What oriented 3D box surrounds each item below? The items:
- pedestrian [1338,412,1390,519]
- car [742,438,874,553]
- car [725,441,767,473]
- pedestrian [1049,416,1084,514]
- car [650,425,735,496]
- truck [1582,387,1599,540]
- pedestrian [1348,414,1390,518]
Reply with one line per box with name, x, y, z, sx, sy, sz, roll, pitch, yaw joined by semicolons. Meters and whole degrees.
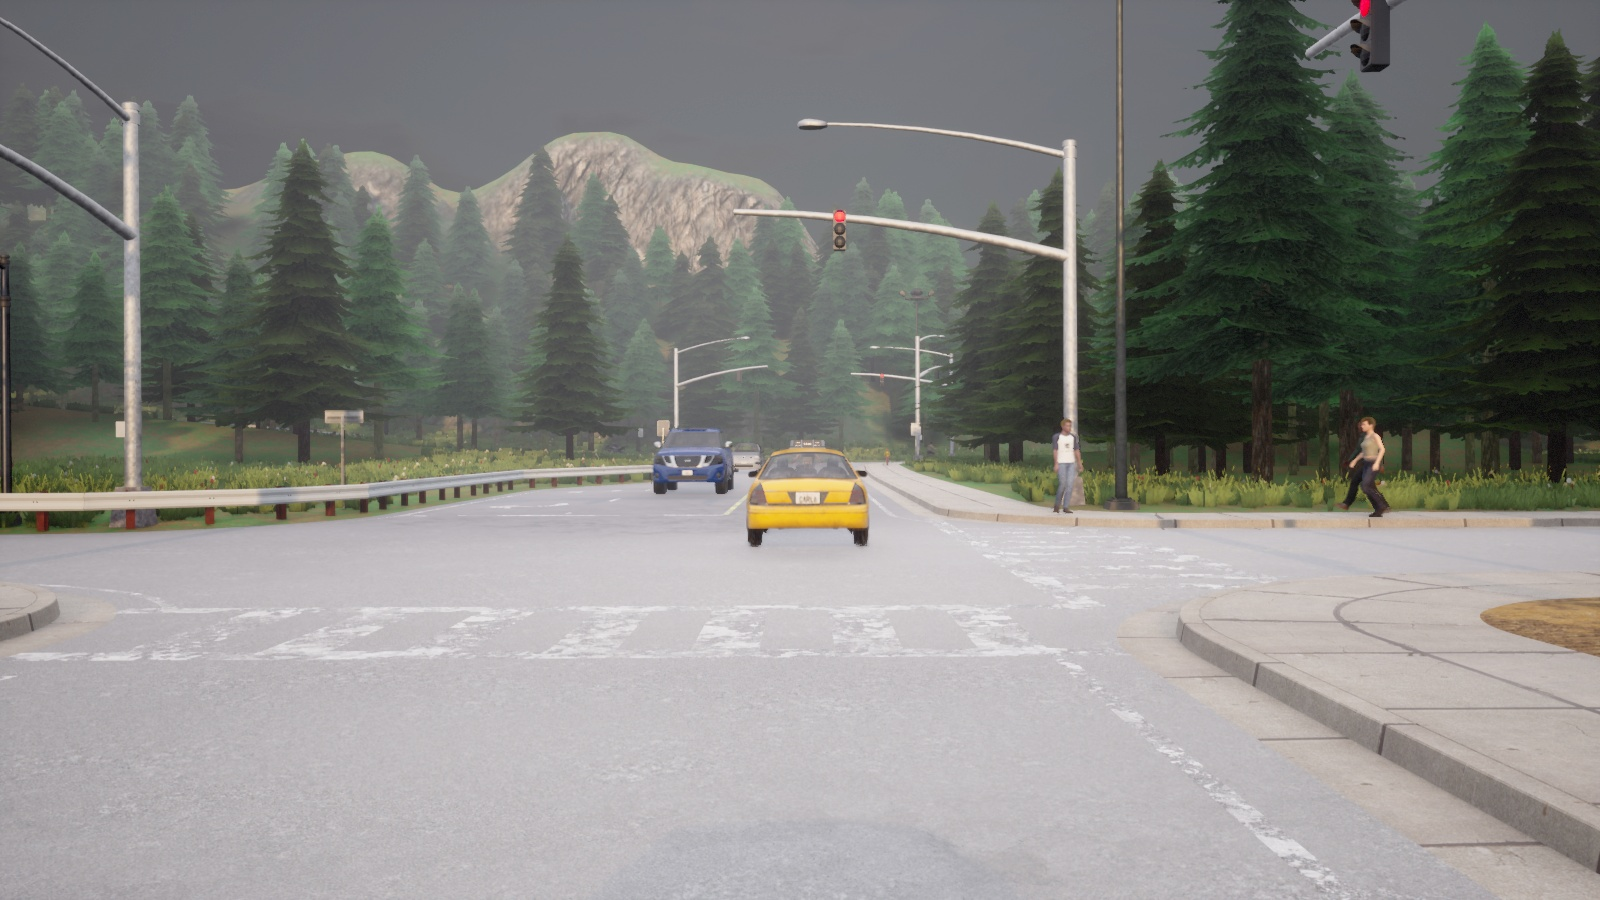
pedestrian;10.390;0.284;23.154;0.788;1.949;0.423;0;0;9
car;0.120;0.608;19.830;1.801;1.575;5.366;0;0;0
car;-2.764;0.344;65.337;1.851;1.617;3.988;0;0;2
pedestrian;5.112;0.283;24.093;0.354;1.836;0.706;0;0;-17
car;-3.273;0.292;39.275;2.150;2.045;5.566;0;0;0
truck;15.417;0.107;19.161;5.204;2.467;2.627;-3;0;1
pedestrian;10.171;0.288;22.451;0.594;1.836;0.345;0;0;3
